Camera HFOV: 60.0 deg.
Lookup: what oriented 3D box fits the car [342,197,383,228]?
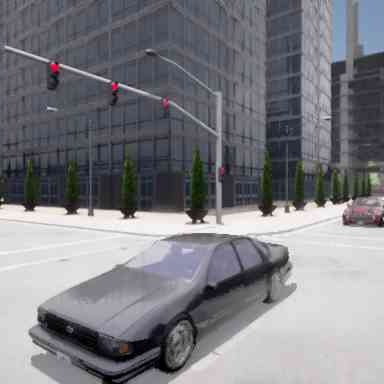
[{"bbox_3d":[10.715,1.114,20.347,2.097,1.767,4.553,0,1,37],"label":"car"}]

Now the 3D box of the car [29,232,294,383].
[{"bbox_3d":[0.122,1.482,5.919,2.033,1.411,5.357,0,1,37],"label":"car"}]
